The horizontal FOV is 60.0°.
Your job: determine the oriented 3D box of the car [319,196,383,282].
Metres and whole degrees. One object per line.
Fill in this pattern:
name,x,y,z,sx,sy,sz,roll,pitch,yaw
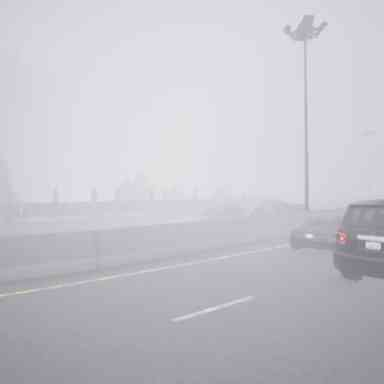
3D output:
car,5.806,1.207,8.715,5.566,2.045,2.150,0,0,-41

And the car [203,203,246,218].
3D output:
car,3.098,1.681,31.197,1.895,1.301,4.718,-1,0,39

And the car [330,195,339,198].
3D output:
car,26.974,1.439,62.526,2.097,1.767,4.553,-1,-1,16

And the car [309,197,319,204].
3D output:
car,24.647,1.702,67.991,1.895,1.301,4.718,-1,0,13

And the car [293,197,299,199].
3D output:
car,21.199,1.696,68.584,2.033,1.411,5.357,-1,0,13

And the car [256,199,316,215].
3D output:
car,7.271,1.523,25.377,2.128,1.511,4.902,0,0,41

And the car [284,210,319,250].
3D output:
car,5.720,1.562,13.435,4.181,1.385,1.994,0,0,-43

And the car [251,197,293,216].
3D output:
car,7.288,1.408,30.909,2.097,1.767,4.553,-1,0,38
